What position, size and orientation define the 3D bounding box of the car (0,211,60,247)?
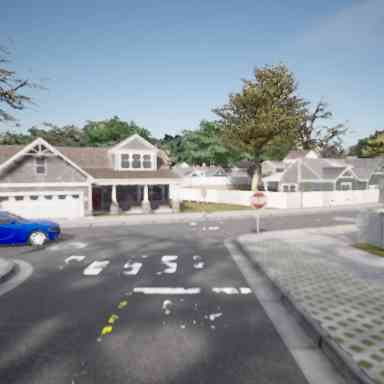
[{"bbox_3d":[-8.491,1.574,14.637,5.008,1.535,1.882,-1,3,-21],"label":"car"}]
